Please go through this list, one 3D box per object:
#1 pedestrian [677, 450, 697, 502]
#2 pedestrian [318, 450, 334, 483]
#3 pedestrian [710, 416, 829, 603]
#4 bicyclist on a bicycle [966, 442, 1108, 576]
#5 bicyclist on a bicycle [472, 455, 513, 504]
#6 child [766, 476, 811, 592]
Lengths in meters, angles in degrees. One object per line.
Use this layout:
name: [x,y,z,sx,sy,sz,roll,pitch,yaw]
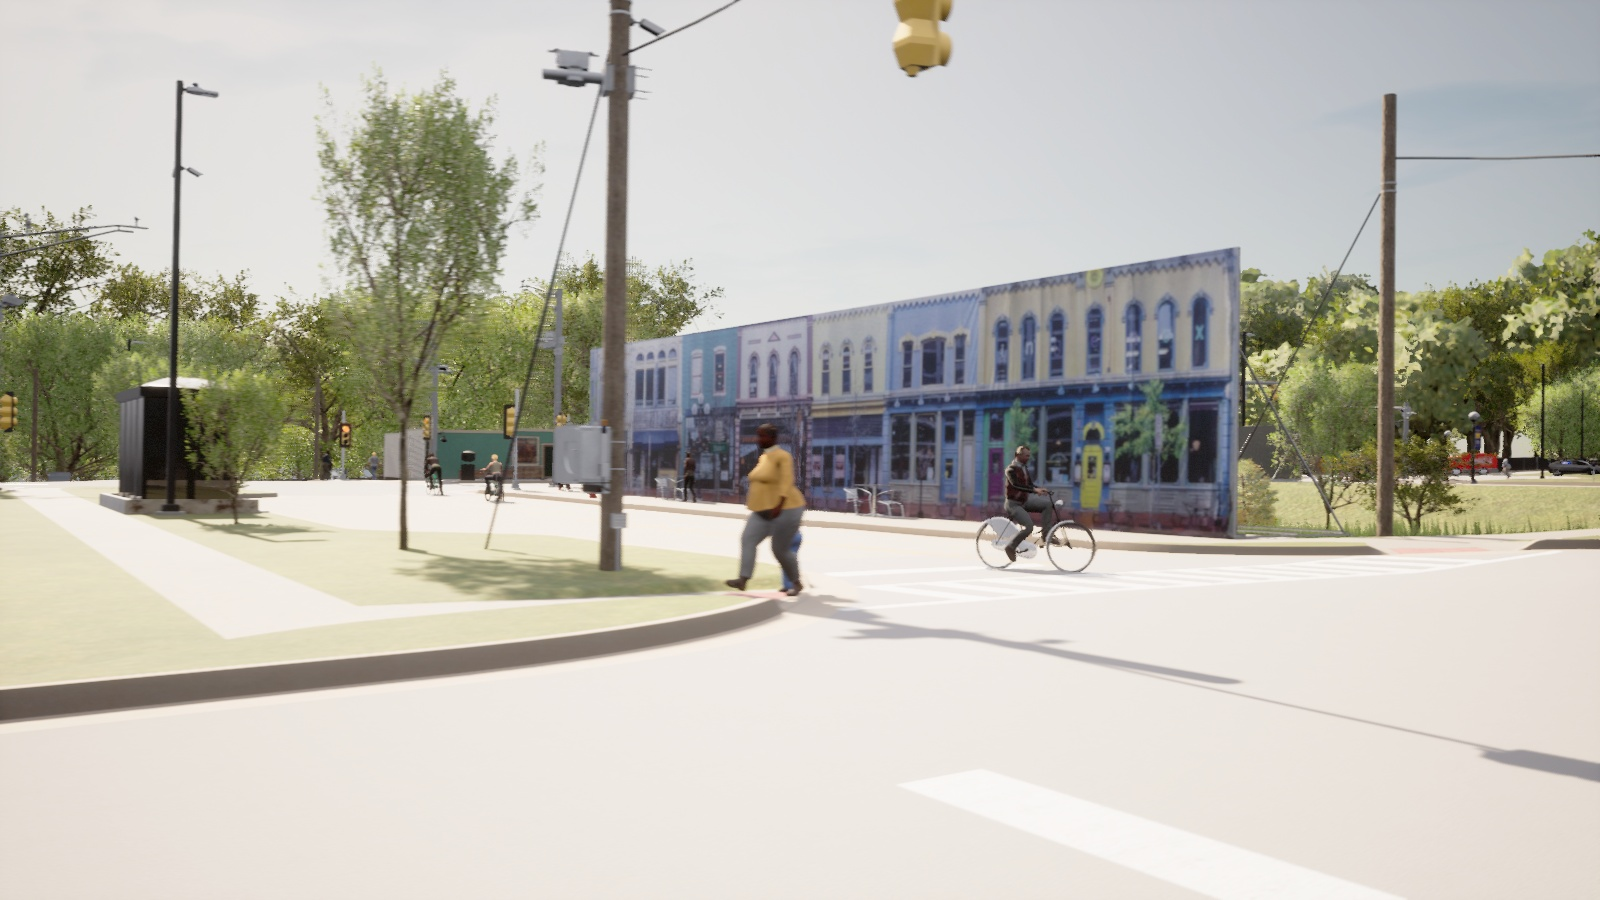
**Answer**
pedestrian: [-3.904,0.893,43.499,0.328,1.805,0.869,1,-1,-31]
pedestrian: [-26.969,0.948,71.436,0.726,1.835,0.370,1,-1,-41]
pedestrian: [-0.322,0.598,13.088,0.900,1.855,0.874,1,-1,-32]
bicyclist on a bicycle: [3.288,0.809,17.500,1.843,1.776,0.659,-1,-2,38]
bicyclist on a bicycle: [-10.432,0.995,42.537,0.866,1.612,1.509,1,0,-34]
child: [-0.132,0.922,13.980,0.270,1.263,0.437,1,-1,-41]
